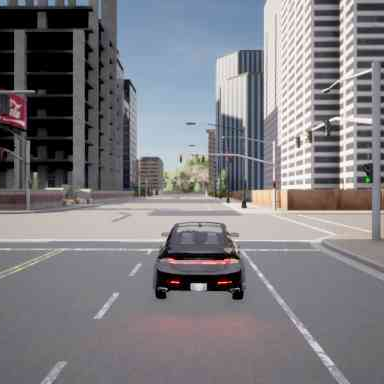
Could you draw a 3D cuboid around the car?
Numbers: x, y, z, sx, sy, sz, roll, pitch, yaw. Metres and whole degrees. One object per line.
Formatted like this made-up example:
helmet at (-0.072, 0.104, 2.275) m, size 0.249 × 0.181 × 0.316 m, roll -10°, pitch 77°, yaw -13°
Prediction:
car at (0.200, 1.492, 8.403) m, size 2.128 × 1.511 × 4.902 m, roll 0°, pitch 0°, yaw 2°
